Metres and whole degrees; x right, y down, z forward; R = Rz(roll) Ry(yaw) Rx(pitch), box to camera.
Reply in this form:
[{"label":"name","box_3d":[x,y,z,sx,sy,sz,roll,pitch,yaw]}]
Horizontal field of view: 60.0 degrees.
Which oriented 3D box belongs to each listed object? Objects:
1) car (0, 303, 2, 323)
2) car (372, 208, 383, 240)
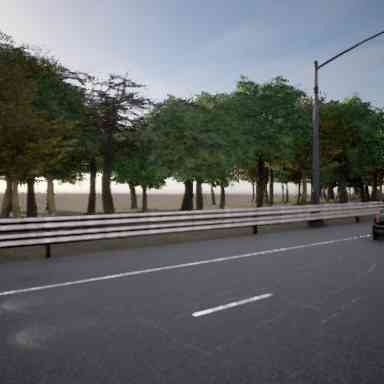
[{"label":"car","box_3d":[-5.143,1.355,4.375,4.553,1.767,2.097,0,0,-36]},{"label":"car","box_3d":[10.390,1.279,15.463,4.553,1.767,2.097,0,0,-36]}]
